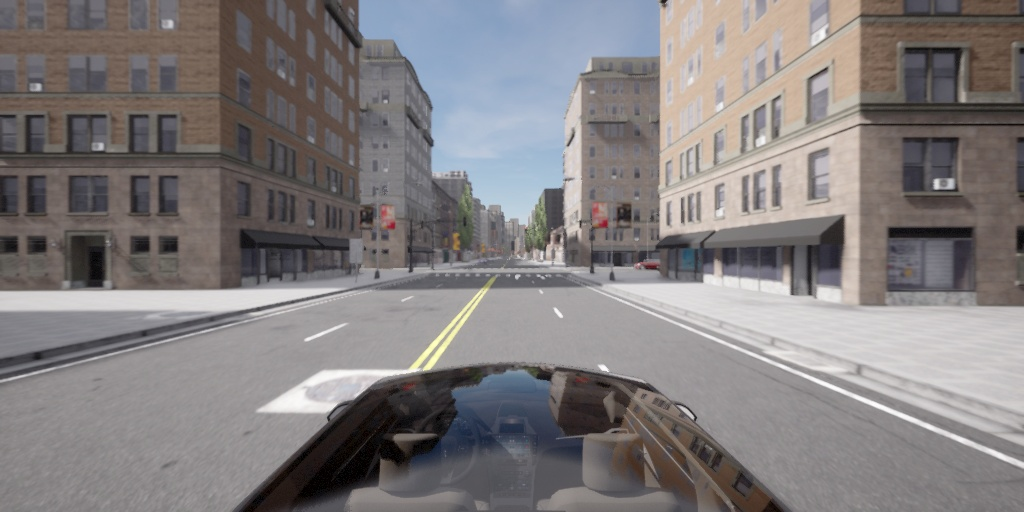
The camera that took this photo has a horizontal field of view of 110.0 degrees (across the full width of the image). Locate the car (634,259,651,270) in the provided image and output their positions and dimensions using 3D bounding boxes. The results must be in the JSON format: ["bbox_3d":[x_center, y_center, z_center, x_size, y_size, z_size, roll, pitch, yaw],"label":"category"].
[{"bbox_3d":[18.905,1.152,49.392,4.097,1.591,1.967,0,0,0],"label":"car"}]

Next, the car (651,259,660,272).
[{"bbox_3d":[18.866,1.315,41.367,4.313,1.339,1.948,0,0,0],"label":"car"}]
